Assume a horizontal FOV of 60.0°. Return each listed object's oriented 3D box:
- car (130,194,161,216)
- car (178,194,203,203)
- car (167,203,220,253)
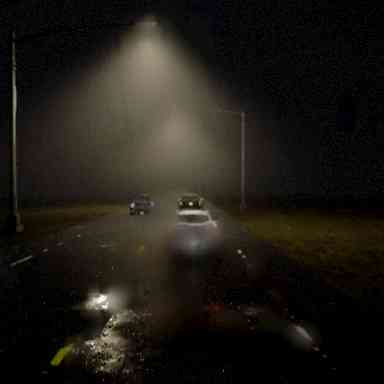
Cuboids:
[{"bbox_3d":[-3.776,0.980,27.385,2.097,1.767,4.553,0,1,0],"label":"car"},{"bbox_3d":[-0.109,0.956,28.888,2.097,1.767,4.553,0,1,-1],"label":"car"},{"bbox_3d":[0.033,1.382,12.837,1.812,1.442,4.674,0,1,0],"label":"car"}]
